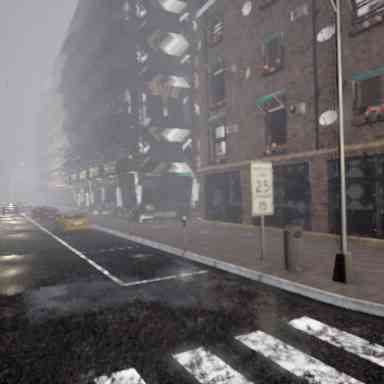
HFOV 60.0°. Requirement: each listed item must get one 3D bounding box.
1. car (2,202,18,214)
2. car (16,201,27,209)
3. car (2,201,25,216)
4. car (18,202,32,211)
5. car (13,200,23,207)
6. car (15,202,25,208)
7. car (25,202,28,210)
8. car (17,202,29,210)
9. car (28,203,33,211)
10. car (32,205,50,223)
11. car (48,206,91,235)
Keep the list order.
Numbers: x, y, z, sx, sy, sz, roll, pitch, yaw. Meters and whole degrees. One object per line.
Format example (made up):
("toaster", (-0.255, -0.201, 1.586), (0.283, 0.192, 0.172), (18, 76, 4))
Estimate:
("car", (-28.360, 2.441, 51.700), (2.128, 1.511, 4.902), (-1, 0, -30))
("car", (-35.850, 2.676, 69.869), (1.967, 1.590, 4.097), (-1, 0, -30))
("car", (-23.181, 2.262, 42.726), (2.128, 1.511, 4.902), (-1, 0, -30))
("car", (-30.191, 2.589, 60.062), (2.008, 1.369, 4.403), (-1, 0, -30))
("car", (-44.334, 2.991, 84.578), (1.967, 1.590, 4.097), (-1, 0, -30))
("car", (-38.676, 2.918, 74.773), (1.802, 1.307, 4.206), (-1, 0, -30))
("car", (-27.362, 2.492, 55.157), (2.008, 1.369, 4.403), (-1, 0, -30))
("car", (-33.020, 2.681, 64.966), (1.887, 1.381, 4.507), (-1, 0, -30))
("car", (-16.048, 2.095, 35.539), (1.887, 1.381, 4.507), (-1, 0, -30))
("car", (-13.220, 1.998, 30.636), (1.887, 1.381, 4.507), (-1, 0, -30))
("car", (-7.650, 1.793, 20.976), (1.752, 1.417, 4.829), (-1, 0, -30))
